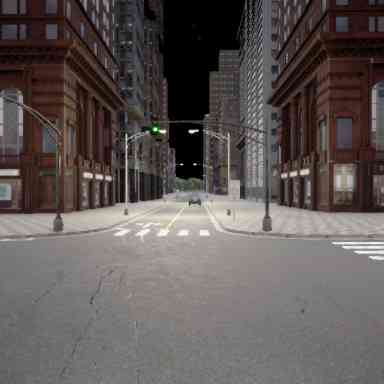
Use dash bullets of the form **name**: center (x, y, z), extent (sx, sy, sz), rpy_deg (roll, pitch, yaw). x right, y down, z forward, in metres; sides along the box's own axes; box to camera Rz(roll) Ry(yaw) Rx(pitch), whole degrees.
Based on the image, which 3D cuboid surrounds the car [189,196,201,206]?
- **car**: center (0.501, 1.381, 56.295), extent (2.097, 1.767, 4.553), rpy_deg (0, 0, 1)

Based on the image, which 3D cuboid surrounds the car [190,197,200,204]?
- **car**: center (0.658, 1.637, 66.360), extent (1.895, 1.301, 4.718), rpy_deg (0, 0, 1)
